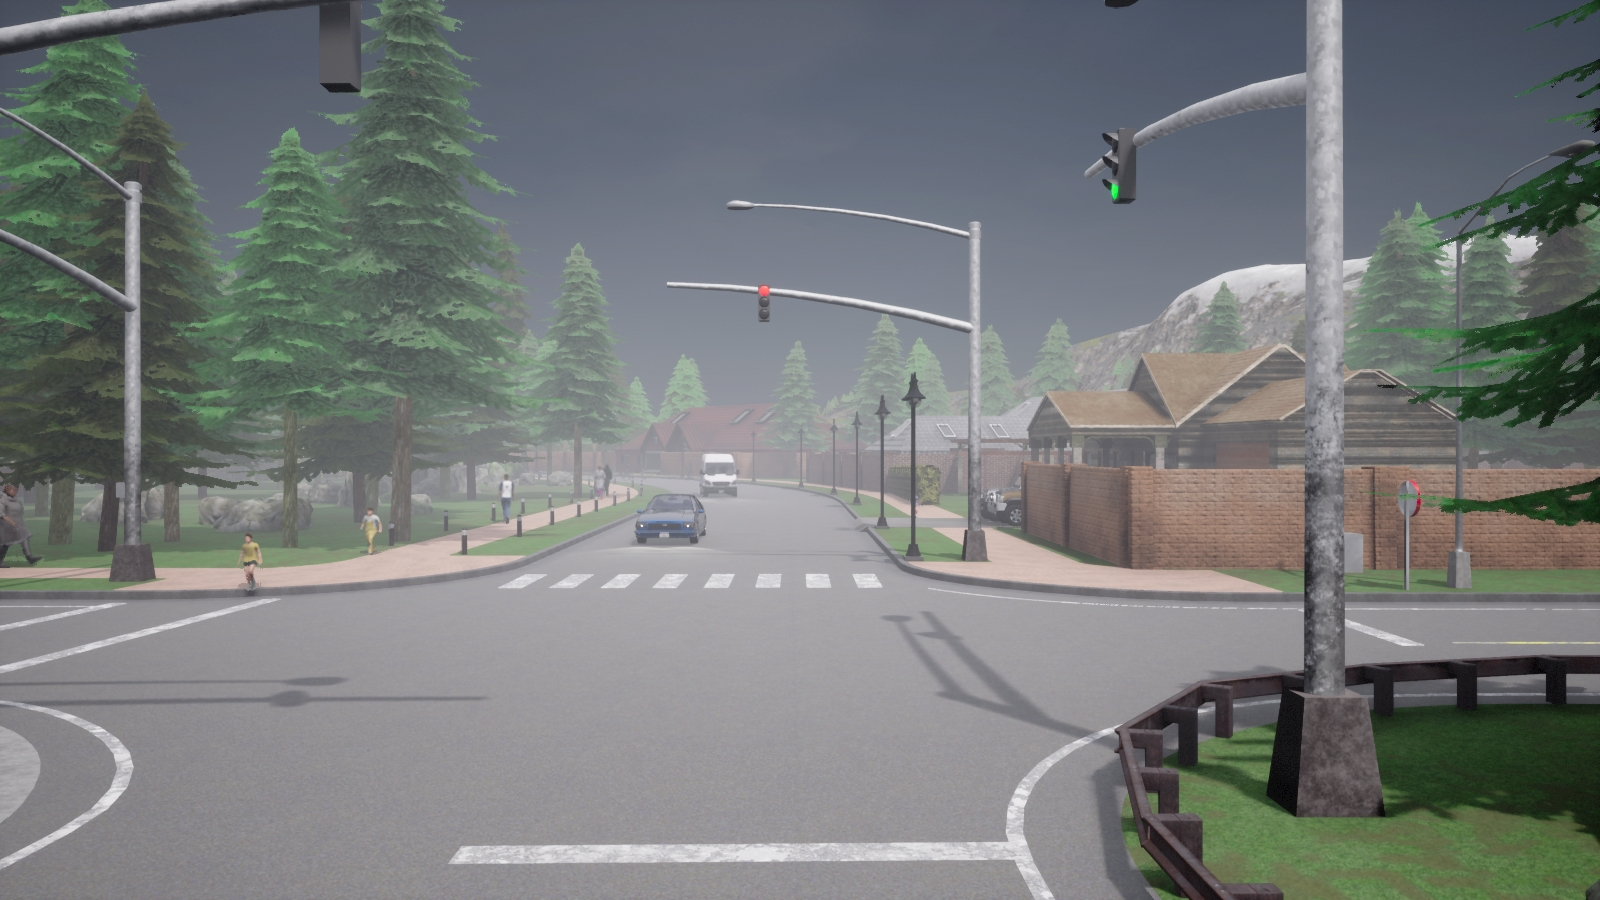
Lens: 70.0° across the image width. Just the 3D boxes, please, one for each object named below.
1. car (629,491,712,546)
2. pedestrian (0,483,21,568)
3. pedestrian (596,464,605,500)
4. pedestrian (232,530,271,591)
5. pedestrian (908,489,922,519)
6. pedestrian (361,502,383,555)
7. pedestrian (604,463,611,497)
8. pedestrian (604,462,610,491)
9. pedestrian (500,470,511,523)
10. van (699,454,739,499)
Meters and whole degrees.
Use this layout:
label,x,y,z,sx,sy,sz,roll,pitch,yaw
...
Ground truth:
label,x,y,z,sx,sy,sz,roll,pitch,yaw
car,-3.930,2.072,35.589,2.033,1.411,5.357,0,0,0
pedestrian,-17.621,1.676,25.392,0.375,1.860,0.375,0,0,2
pedestrian,-10.385,1.664,59.429,0.375,1.860,0.375,0,0,-1
pedestrian,-10.374,2.076,21.611,0.500,1.100,0.500,0,0,-3
pedestrian,4.370,2.046,43.450,0.500,1.100,0.500,0,0,-1
pedestrian,-10.644,1.943,28.421,0.375,1.300,0.375,0,0,8
pedestrian,-10.680,1.661,63.368,0.375,1.860,0.375,0,0,-8
pedestrian,-12.094,1.662,71.581,0.375,1.860,0.375,0,0,-8
pedestrian,-10.514,1.664,40.779,0.375,1.860,0.375,0,0,-17
van,-4.865,1.500,67.923,1.988,2.561,5.915,0,0,-8
